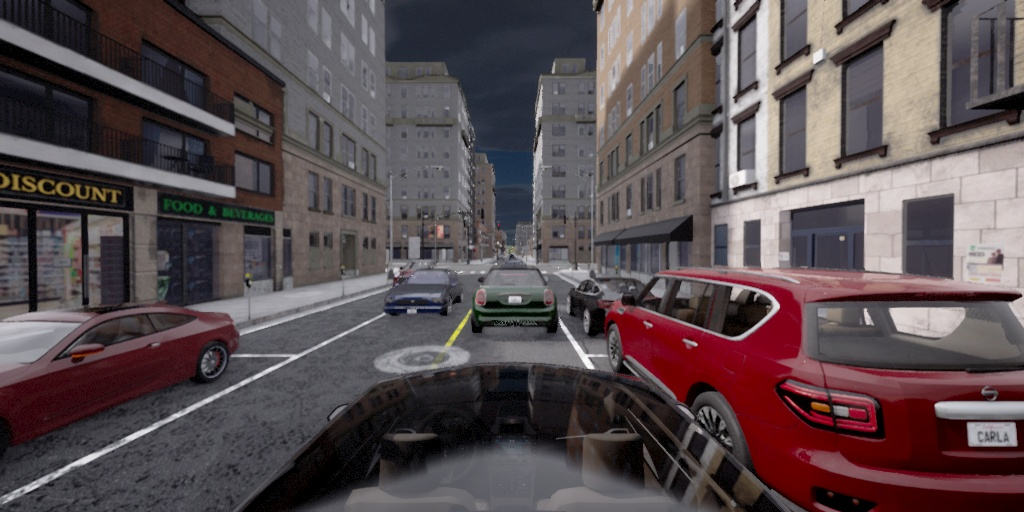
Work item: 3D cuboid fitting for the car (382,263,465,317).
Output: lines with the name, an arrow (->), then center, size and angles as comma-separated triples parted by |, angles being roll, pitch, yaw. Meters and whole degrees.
car -> -2.850, 1.164, 12.875 | 2.033, 1.411, 5.357 | 0, 1, 0

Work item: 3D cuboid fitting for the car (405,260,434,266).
car -> -5.389, 0.967, 20.729 | 1.967, 1.591, 4.097 | 0, 0, 0

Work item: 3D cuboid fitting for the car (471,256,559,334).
car -> 0.043, 0.998, 10.374 | 2.097, 1.767, 4.553 | 0, 1, -1

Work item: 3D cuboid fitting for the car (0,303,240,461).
car -> -5.389, 1.300, 4.371 | 1.802, 1.307, 4.207 | 0, 0, 0

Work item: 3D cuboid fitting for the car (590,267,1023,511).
car -> 2.635, 1.032, 4.367 | 2.192, 1.841, 5.009 | 0, 0, 0

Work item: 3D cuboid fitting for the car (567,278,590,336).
car -> 2.636, 1.218, 9.820 | 1.948, 1.339, 4.313 | 0, 0, 0
